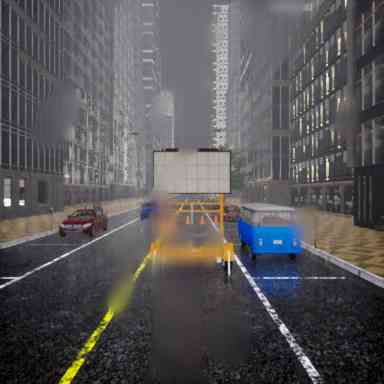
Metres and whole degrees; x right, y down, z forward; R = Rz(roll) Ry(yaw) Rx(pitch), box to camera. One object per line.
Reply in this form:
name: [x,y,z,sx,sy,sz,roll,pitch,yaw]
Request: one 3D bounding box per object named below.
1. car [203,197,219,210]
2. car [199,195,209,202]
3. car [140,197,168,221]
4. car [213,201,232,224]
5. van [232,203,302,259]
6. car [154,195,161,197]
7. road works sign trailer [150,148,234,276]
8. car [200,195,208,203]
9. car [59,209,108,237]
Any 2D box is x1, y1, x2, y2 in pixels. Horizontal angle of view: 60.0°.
car: [2.682,1.573,40.731,1.802,1.307,4.206,0,0,0]
car: [2.676,1.387,74.885,1.967,1.590,4.097,0,0,0]
car: [-3.006,1.472,27.265,1.882,1.535,5.008,0,0,0]
car: [2.685,1.577,23.653,1.802,1.307,4.206,0,0,0]
van: [2.687,1.339,12.269,1.690,1.788,3.998,0,0,0]
car: [-5.700,1.539,46.425,2.008,1.369,4.403,0,0,0]
road works sign trailer: [-0.002,0.462,10.287,2.380,3.560,2.880,0,0,0]
car: [2.680,1.534,52.116,2.008,1.369,4.403,0,0,0]
car: [-5.695,1.578,17.962,1.802,1.307,4.206,0,0,0]
